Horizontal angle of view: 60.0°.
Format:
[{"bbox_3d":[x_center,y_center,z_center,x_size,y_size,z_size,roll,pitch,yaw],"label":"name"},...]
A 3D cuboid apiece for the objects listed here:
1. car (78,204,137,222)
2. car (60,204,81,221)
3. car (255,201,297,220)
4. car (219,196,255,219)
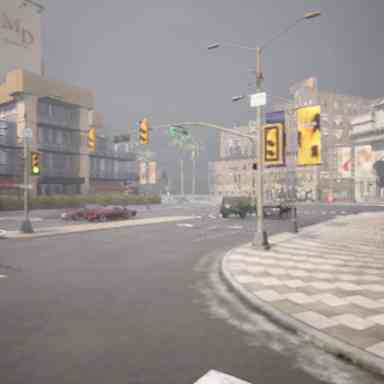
[{"bbox_3d":[-7.117,1.856,29.017,1.895,1.301,4.718,-1,0,36],"label":"car"},{"bbox_3d":[-9.966,1.820,31.050,1.812,1.442,4.674,-1,0,36],"label":"car"},{"bbox_3d":[7.877,1.616,29.817,2.128,1.511,4.902,-1,0,36],"label":"car"},{"bbox_3d":[4.688,1.385,31.391,2.150,2.045,5.566,-1,0,36],"label":"car"}]
